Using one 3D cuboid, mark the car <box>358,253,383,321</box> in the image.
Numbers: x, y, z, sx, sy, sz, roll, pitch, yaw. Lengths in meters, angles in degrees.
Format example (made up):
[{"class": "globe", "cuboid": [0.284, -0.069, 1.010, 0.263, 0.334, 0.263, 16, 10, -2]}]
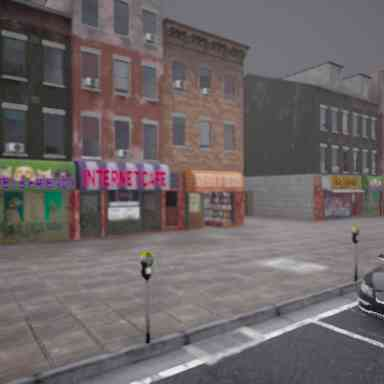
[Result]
[{"class": "car", "cuboid": [4.867, 1.538, 6.278, 4.403, 1.369, 2.008, 0, 0, -35]}]
